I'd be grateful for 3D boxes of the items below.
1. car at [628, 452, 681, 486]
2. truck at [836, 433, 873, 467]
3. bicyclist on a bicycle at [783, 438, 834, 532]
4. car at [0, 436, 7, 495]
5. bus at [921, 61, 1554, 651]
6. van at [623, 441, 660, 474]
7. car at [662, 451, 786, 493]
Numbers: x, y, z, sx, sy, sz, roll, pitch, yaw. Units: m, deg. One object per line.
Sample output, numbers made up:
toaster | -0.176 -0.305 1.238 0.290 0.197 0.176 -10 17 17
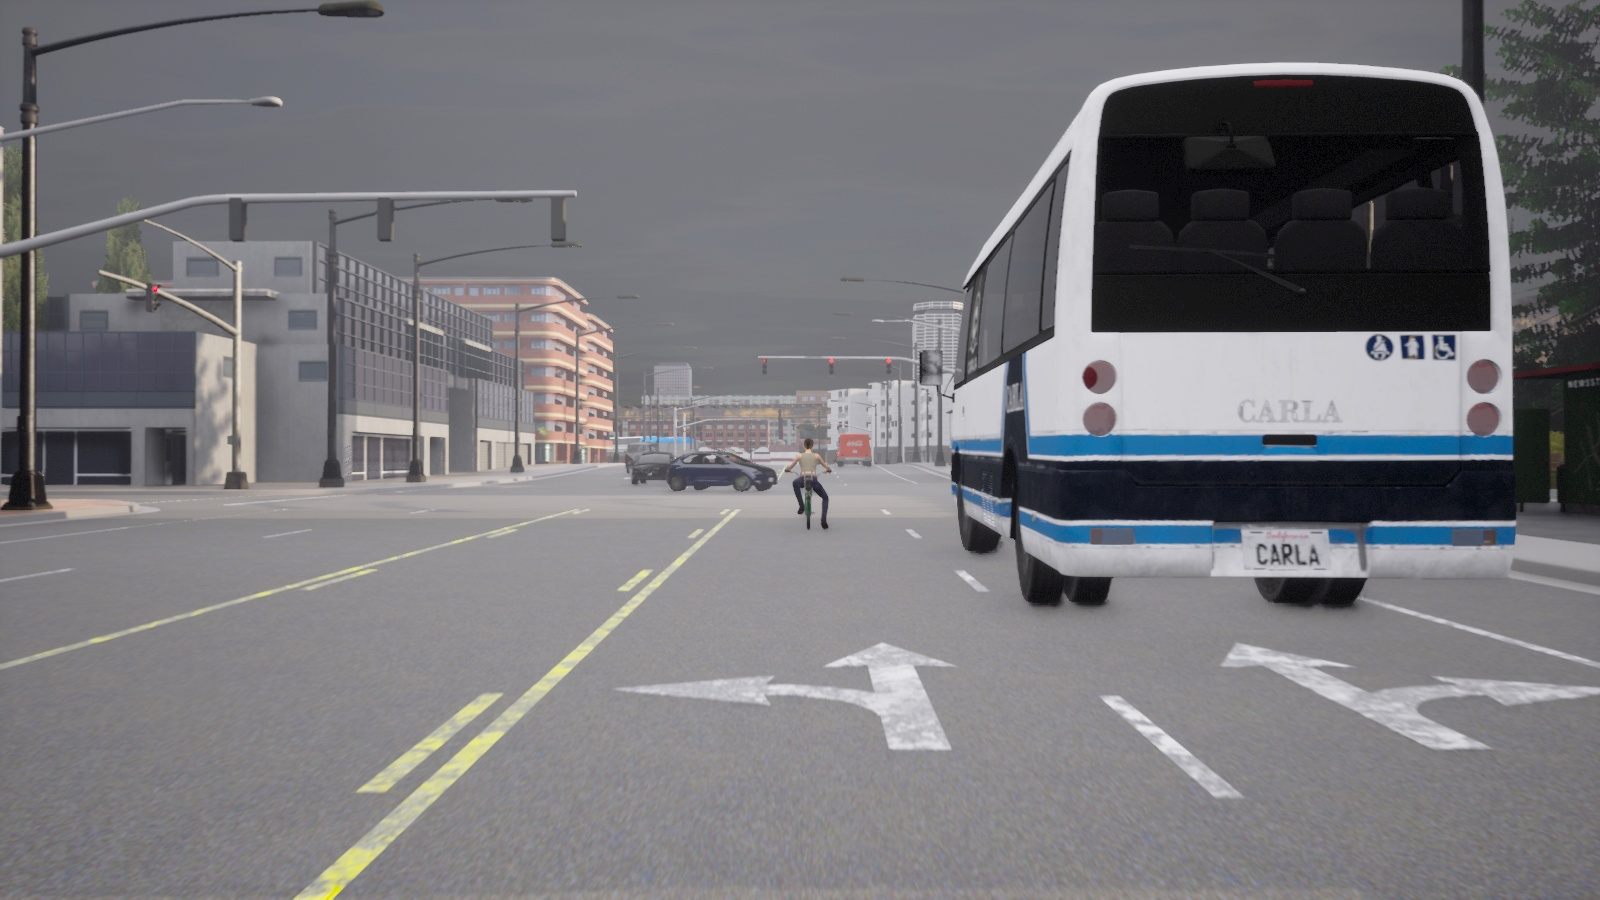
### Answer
car | -6.655 0.837 57.996 1.837 1.490 4.892 0 0 0
truck | 4.056 -0.004 94.830 2.627 2.467 5.204 0 0 0
bicyclist on a bicycle | 0.148 0.595 22.277 0.866 1.612 1.509 0 0 0
car | -25.148 0.429 34.777 5.027 1.651 2.152 0 -1 1
bus | 3.660 -0.700 14.271 3.944 4.253 10.273 0 0 2
van | -10.031 0.468 79.721 1.775 1.987 4.442 0 1 0
car | -2.804 0.787 46.129 4.193 1.474 1.816 0 0 27
